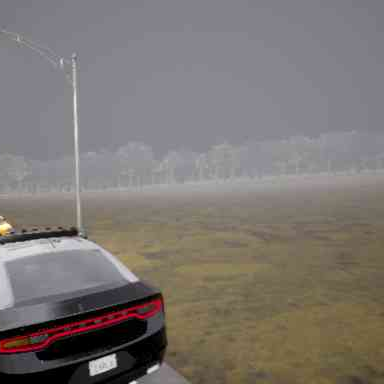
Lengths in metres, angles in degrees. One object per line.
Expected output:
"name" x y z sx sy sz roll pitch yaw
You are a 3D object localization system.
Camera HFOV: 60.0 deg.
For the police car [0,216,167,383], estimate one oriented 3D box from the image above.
"police car" -2.366 1.381 5.122 1.930 1.638 5.238 -2 1 -37
